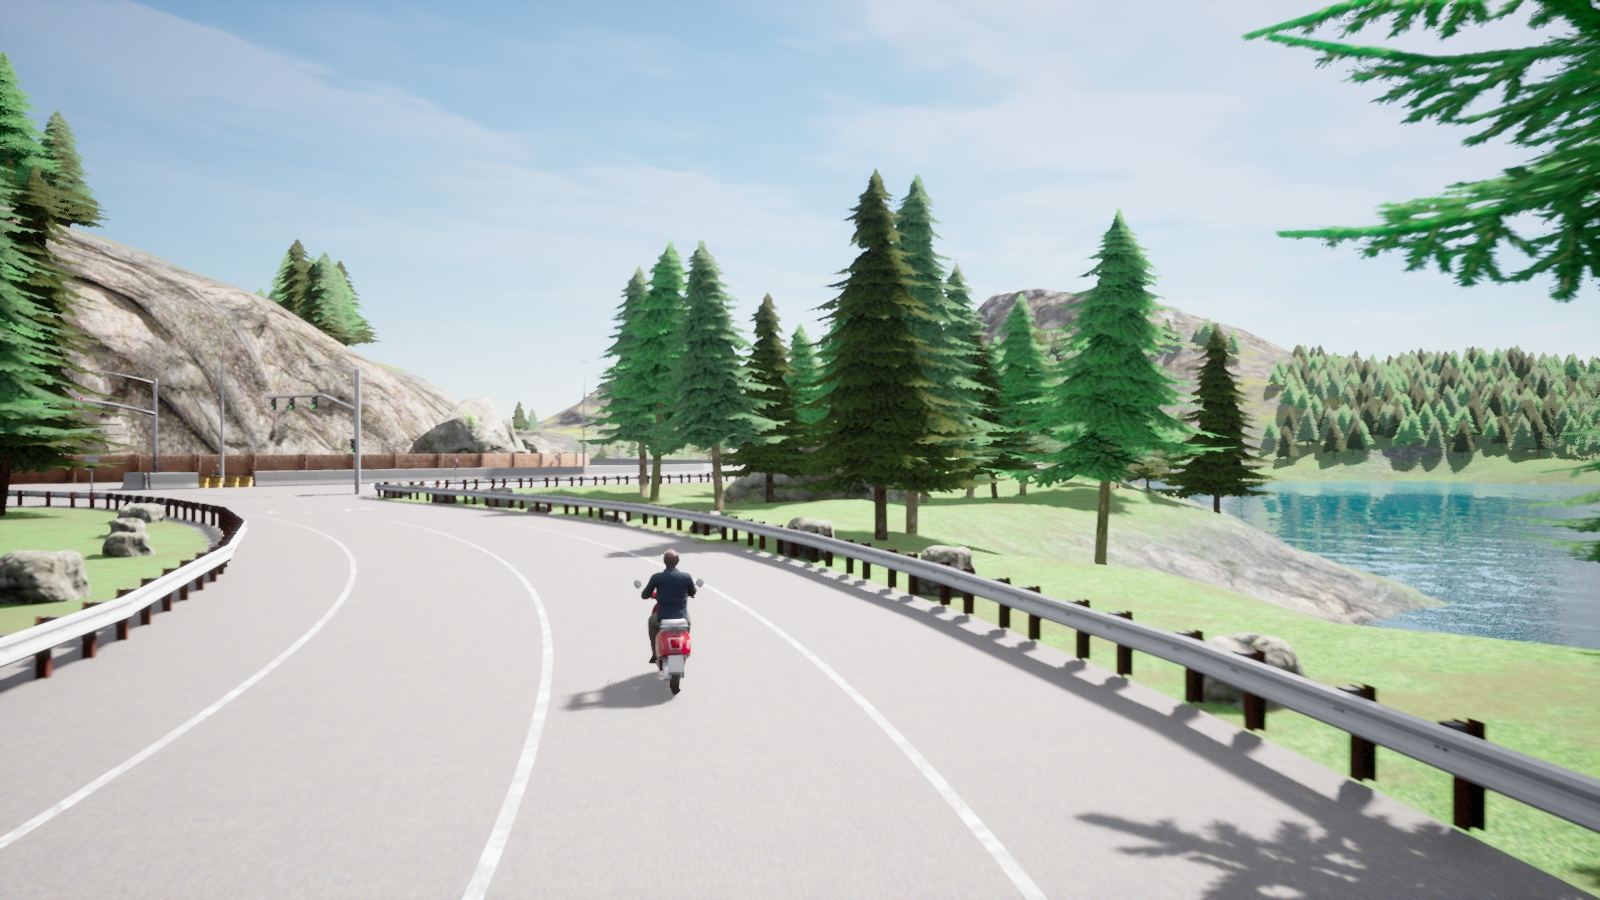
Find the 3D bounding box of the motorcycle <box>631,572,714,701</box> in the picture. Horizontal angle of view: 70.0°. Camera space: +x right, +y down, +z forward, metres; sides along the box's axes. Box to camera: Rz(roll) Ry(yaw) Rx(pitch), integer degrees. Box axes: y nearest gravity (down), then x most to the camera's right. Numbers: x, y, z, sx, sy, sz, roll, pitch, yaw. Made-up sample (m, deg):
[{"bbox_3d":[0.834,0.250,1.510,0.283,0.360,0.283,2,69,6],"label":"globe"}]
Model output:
[{"bbox_3d":[-1.557,2.182,13.707,0.856,1.236,1.805,0,0,-11],"label":"motorcycle"}]
